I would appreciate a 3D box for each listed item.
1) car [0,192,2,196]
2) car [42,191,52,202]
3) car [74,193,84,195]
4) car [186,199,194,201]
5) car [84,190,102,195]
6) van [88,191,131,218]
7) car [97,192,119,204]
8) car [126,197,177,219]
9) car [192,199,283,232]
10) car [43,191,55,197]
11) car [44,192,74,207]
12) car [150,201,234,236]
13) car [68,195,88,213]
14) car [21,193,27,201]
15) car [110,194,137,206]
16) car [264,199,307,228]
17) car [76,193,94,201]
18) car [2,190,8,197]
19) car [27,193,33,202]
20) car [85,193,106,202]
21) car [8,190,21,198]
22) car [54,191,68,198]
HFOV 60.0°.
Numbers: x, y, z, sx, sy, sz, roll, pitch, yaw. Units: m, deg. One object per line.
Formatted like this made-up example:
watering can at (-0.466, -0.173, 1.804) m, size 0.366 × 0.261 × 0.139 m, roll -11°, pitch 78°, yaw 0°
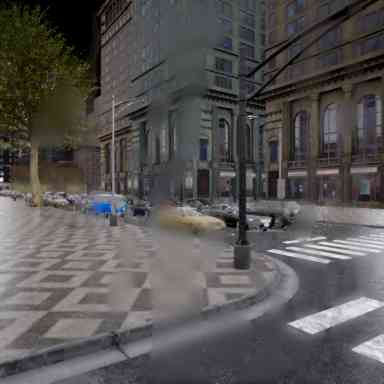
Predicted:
car at (-45.655, 0.254, 82.176) m, size 1.967 × 1.590 × 4.097 m, roll 1°, pitch 0°, yaw -35°
car at (-19.723, 0.992, 45.476) m, size 2.008 × 1.369 × 4.403 m, roll 1°, pitch 0°, yaw -35°
car at (-15.051, 1.029, 43.546) m, size 1.812 × 1.442 × 4.674 m, roll 0°, pitch 1°, yaw -34°
car at (0.201, 1.315, 32.048) m, size 1.947 × 1.339 × 4.313 m, roll 1°, pitch 0°, yaw -35°
car at (-9.169, 0.870, 35.147) m, size 2.150 × 2.045 × 5.566 m, roll 0°, pitch 1°, yaw -35°
van at (-6.754, 1.091, 27.120) m, size 1.690 × 1.788 × 3.998 m, roll 1°, pitch 0°, yaw -35°
car at (-12.763, 0.880, 50.401) m, size 1.967 × 1.590 × 4.097 m, roll 1°, pitch 0°, yaw -35°
car at (-3.353, 1.338, 26.905) m, size 1.994 × 1.385 × 4.181 m, roll 0°, pitch 1°, yaw -35°
car at (2.369, 1.370, 18.796) m, size 2.128 × 1.511 × 4.902 m, roll 0°, pitch 1°, yaw -35°
car at (-35.455, 0.471, 82.510) m, size 1.802 × 1.307 × 4.206 m, roll 1°, pitch 0°, yaw -35°
car at (-16.384, 1.051, 40.749) m, size 1.752 × 1.417 × 4.829 m, roll 1°, pitch 0°, yaw -35°
car at (-0.173, 1.398, 17.802) m, size 1.752 × 1.417 × 4.829 m, roll 1°, pitch 0°, yaw -35°
car at (-9.998, 1.230, 31.709) m, size 2.008 × 1.369 × 4.403 m, roll 1°, pitch 0°, yaw -35°
car at (-26.207, 0.830, 54.651) m, size 2.008 × 1.369 × 4.403 m, roll 1°, pitch 0°, yaw -35°
car at (-9.524, 1.073, 45.814) m, size 2.008 × 1.369 × 4.403 m, roll 1°, pitch 0°, yaw -35°
car at (4.822, 1.227, 20.879) m, size 2.097 × 1.767 × 4.553 m, roll 0°, pitch 1°, yaw -35°
car at (-19.248, 0.860, 59.575) m, size 1.802 × 1.307 × 4.206 m, roll 1°, pitch 0°, yaw -35°
car at (-42.413, 0.329, 77.588) m, size 1.967 × 1.590 × 4.097 m, roll 1°, pitch 0°, yaw -35°
car at (-22.965, 0.910, 50.063) m, size 2.008 × 1.369 × 4.403 m, roll 1°, pitch 0°, yaw -35°
car at (-16.006, 0.910, 54.988) m, size 2.008 × 1.369 × 4.403 m, roll 1°, pitch 0°, yaw -35°
car at (-35.929, 0.483, 68.413) m, size 1.967 × 1.590 × 4.097 m, roll 1°, pitch 0°, yaw -35°
car at (-28.972, 0.587, 73.336) m, size 1.887 × 1.381 × 4.507 m, roll 1°, pitch 0°, yaw -35°
